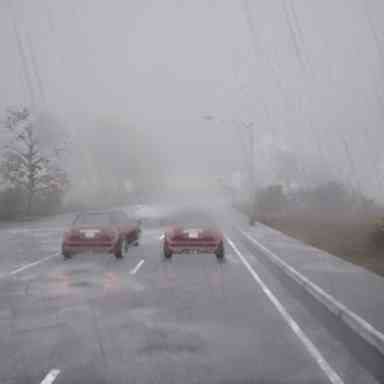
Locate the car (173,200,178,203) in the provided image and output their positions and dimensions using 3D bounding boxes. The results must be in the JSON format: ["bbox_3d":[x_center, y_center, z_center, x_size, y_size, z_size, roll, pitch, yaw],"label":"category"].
[{"bbox_3d":[-3.903,2.268,65.879,1.994,1.385,4.181,0,-1,6],"label":"car"}]

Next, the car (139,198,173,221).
[{"bbox_3d":[-3.110,1.521,27.456,2.150,2.045,5.566,0,0,2],"label":"car"}]

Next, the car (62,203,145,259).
[{"bbox_3d":[-3.406,1.496,13.365,2.097,1.767,4.553,0,-1,1],"label":"car"}]

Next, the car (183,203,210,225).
[{"bbox_3d":[0.436,1.797,28.286,2.128,1.511,4.902,0,0,3],"label":"car"}]

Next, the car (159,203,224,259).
[{"bbox_3d":[0.094,1.495,13.330,2.097,1.767,4.553,0,-1,1],"label":"car"}]

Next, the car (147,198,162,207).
[{"bbox_3d":[-7.401,2.063,66.069,2.097,1.767,4.553,0,-1,6],"label":"car"}]
